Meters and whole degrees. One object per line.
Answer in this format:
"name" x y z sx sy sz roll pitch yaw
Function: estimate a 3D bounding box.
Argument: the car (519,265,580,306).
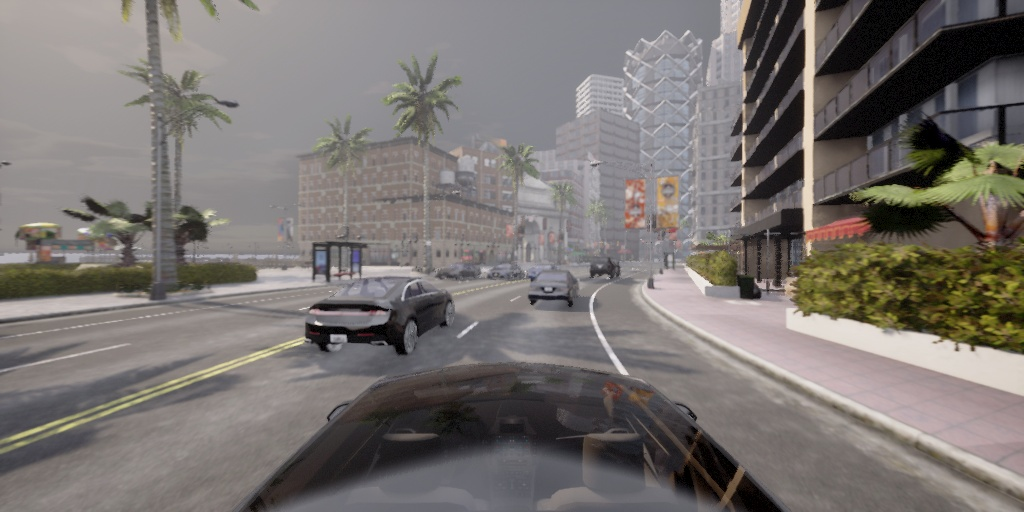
"car" 1.986 1.330 16.221 2.033 1.411 5.357 0 0 14

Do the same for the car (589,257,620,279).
"car" 8.991 1.079 34.497 2.150 2.045 5.566 0 0 25

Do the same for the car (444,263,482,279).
"car" -4.440 1.301 30.721 2.033 1.411 5.357 0 0 22

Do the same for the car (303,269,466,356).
"car" -2.783 1.230 8.661 2.128 1.511 4.902 0 0 6

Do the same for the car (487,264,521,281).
"car" -0.535 1.347 30.939 1.994 1.385 4.181 0 0 24

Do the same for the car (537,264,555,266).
"car" 2.937 1.354 29.662 2.033 1.411 5.357 0 0 24
